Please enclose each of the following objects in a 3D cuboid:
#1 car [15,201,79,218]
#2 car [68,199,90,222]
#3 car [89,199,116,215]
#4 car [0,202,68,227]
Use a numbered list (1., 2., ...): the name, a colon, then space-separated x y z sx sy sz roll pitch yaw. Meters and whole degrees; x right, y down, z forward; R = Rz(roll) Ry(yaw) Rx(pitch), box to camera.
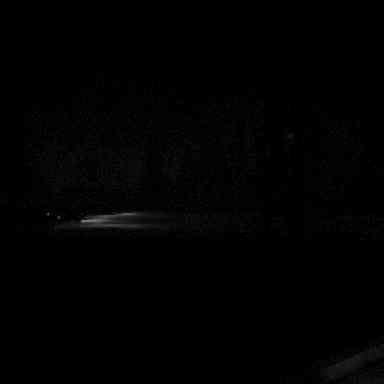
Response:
1. car: -12.452 1.493 28.778 4.718 1.301 1.895 0 0 2
2. car: -10.312 1.471 25.211 4.181 1.385 1.994 0 0 2
3. car: -9.731 1.416 32.209 4.674 1.442 1.812 0 0 2
4. car: -11.115 1.406 21.733 4.902 1.511 2.128 0 0 2
